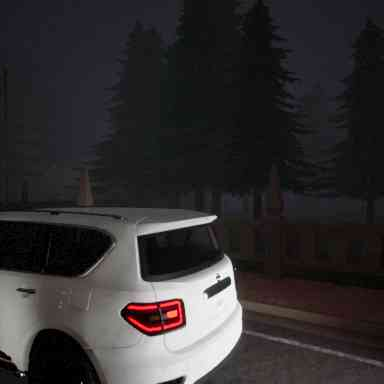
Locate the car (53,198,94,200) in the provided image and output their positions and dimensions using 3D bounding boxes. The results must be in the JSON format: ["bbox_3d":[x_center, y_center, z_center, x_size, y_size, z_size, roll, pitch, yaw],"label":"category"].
[{"bbox_3d":[-16.091,1.566,45.314,1.837,1.490,4.892,0,0,22],"label":"car"}]

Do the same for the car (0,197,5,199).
[{"bbox_3d":[-19.910,1.586,35.688,1.812,1.442,4.674,0,0,22],"label":"car"}]

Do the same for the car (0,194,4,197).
[{"bbox_3d":[-23.299,1.283,36.657,2.150,2.045,5.566,0,0,22],"label":"car"}]

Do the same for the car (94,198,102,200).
[{"bbox_3d":[-15.887,1.609,55.220,2.033,1.411,5.357,0,0,22],"label":"car"}]

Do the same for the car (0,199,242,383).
[{"bbox_3d":[-2.074,1.222,4.721,5.566,2.045,2.150,0,0,29],"label":"car"}]
